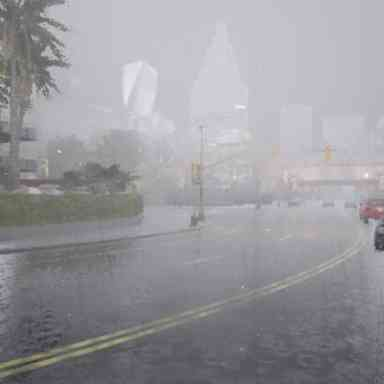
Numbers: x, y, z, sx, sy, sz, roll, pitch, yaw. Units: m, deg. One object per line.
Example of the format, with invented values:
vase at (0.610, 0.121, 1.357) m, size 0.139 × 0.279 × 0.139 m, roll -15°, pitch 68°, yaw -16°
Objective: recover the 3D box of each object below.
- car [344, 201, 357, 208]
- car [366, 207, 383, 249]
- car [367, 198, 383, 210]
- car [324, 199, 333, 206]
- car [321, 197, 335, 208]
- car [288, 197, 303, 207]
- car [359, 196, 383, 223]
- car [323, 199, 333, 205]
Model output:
car at (28.351, 2.207, 59.501) m, size 1.994 × 1.385 × 4.181 m, roll 0°, pitch -1°, yaw 22°
car at (9.253, 1.660, 14.763) m, size 2.128 × 1.511 × 4.902 m, roll 0°, pitch -1°, yaw 33°
car at (30.253, 1.959, 54.878) m, size 2.097 × 1.767 × 4.553 m, roll 0°, pitch -1°, yaw 22°
car at (29.611, 2.288, 72.192) m, size 1.812 × 1.442 × 4.674 m, roll 0°, pitch -1°, yaw 22°
car at (25.841, 2.144, 62.893) m, size 1.882 × 1.535 × 5.008 m, roll 0°, pitch -1°, yaw 22°
car at (20.297, 2.157, 66.253) m, size 2.097 × 1.535 × 5.008 m, roll 0°, pitch -1°, yaw 22°
car at (15.663, 1.536, 28.332) m, size 2.150 × 2.045 × 5.566 m, roll 0°, pitch 0°, yaw 23°
car at (33.533, 2.390, 81.853) m, size 2.128 × 1.511 × 4.902 m, roll 0°, pitch -1°, yaw 22°
